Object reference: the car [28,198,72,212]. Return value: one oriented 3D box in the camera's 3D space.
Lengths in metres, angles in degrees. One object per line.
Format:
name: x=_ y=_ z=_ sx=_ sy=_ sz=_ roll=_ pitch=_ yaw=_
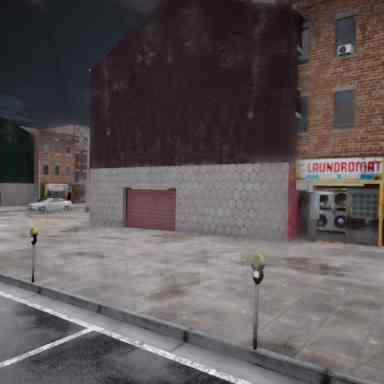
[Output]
car: x=-15.294 y=1.375 z=36.042 sx=1.812 sy=1.442 sz=4.674 roll=1 pitch=1 yaw=36
